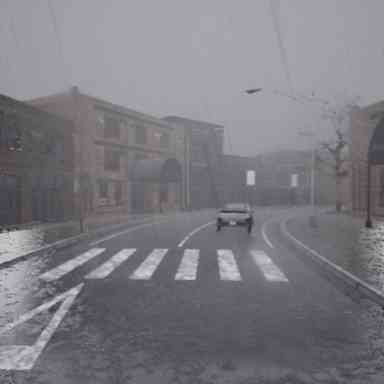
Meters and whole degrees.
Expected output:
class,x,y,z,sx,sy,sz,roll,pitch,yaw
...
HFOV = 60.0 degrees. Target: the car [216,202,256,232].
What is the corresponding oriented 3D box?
class,x,y,z,sx,sy,sz,roll,pitch,yaw
car,2.495,1.307,18.648,2.128,1.511,4.902,0,0,11
